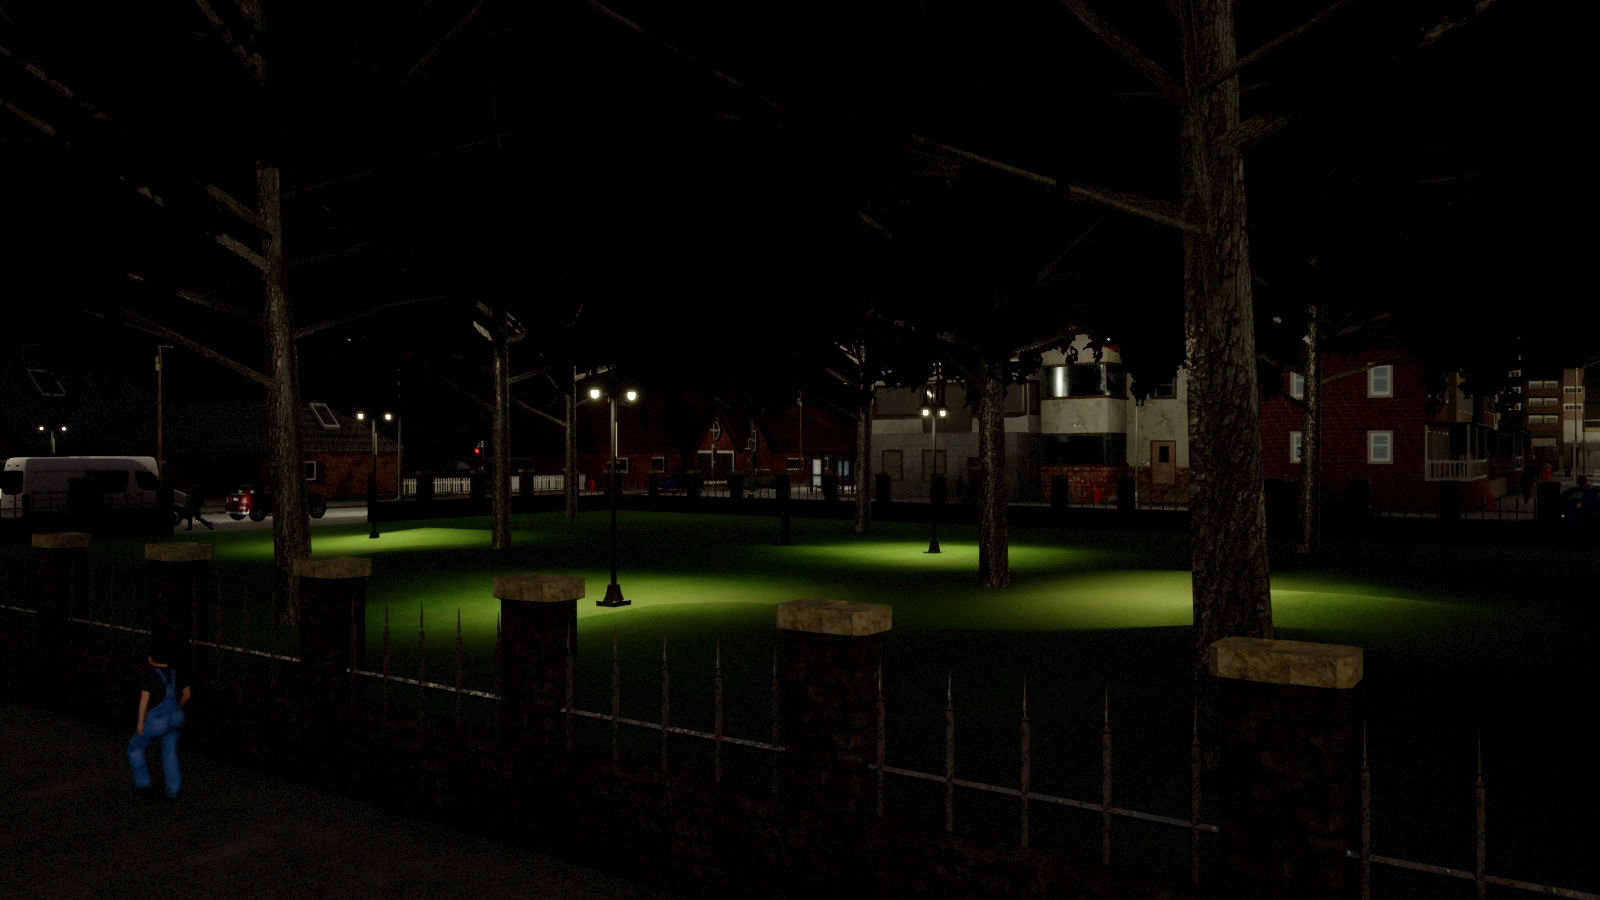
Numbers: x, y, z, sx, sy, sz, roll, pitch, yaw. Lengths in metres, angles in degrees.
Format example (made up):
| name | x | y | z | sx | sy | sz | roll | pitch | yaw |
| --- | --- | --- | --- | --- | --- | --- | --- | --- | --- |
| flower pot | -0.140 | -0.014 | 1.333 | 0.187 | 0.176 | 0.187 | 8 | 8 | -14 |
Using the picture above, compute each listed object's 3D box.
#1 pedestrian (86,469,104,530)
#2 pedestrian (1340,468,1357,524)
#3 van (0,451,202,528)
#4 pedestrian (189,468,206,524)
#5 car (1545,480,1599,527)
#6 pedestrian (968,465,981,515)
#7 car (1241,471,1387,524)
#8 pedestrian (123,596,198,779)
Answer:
| name | x | y | z | sx | sy | sz | roll | pitch | yaw |
| --- | --- | --- | --- | --- | --- | --- | --- | --- | --- |
| pedestrian | -21.913 | 1.525 | 35.521 | 0.375 | 1.860 | 0.375 | 0 | 0 | 37 |
| pedestrian | 18.221 | 1.525 | 37.973 | 0.375 | 1.860 | 0.375 | 0 | 0 | -4 |
| van | -24.847 | 1.314 | 40.778 | 1.988 | 2.561 | 5.915 | 0 | 0 | 36 |
| pedestrian | -20.078 | 1.525 | 38.090 | 0.375 | 1.860 | 0.375 | 0 | 0 | 35 |
| car | 27.896 | 1.818 | 39.054 | 3.633 | 1.501 | 1.845 | 0 | 0 | 1 |
| pedestrian | 6.654 | 1.524 | 43.576 | 0.375 | 1.860 | 0.375 | 0 | 0 | -22 |
| car | 18.704 | 1.685 | 41.649 | 4.553 | 1.767 | 2.097 | 0 | 0 | 35 |
| pedestrian | -4.920 | 1.805 | 8.796 | 0.375 | 1.300 | 0.375 | 0 | 0 | 35 |
